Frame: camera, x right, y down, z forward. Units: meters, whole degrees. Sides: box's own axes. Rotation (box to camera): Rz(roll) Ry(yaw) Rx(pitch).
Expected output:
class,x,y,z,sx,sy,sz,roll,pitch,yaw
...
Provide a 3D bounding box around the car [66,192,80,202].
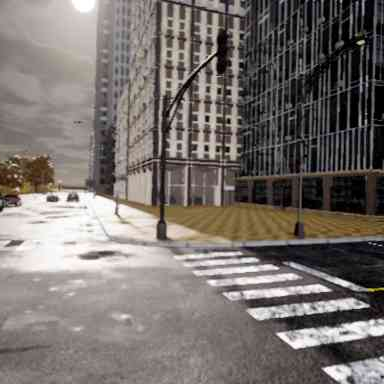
class,x,y,z,sx,sy,sz,roll,pitch,yaw
car,-20.980,0.819,58.754,2.097,1.767,4.553,1,0,-18

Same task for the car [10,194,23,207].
class,x,y,z,sx,sy,sz,roll,pitch,yaw
car,-21.680,0.995,40.009,1.812,1.442,4.674,1,0,-18

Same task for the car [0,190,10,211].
class,x,y,z,sx,sy,sz,roll,pitch,yaw
car,-18.131,0.781,29.243,2.150,2.045,5.566,1,0,-18

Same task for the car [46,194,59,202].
class,x,y,z,sx,sy,sz,roll,pitch,yaw
car,-23.922,1.004,57.289,1.895,1.301,4.718,1,0,-18
